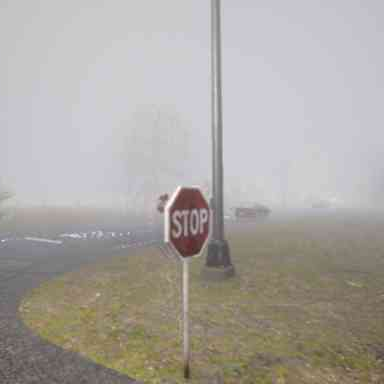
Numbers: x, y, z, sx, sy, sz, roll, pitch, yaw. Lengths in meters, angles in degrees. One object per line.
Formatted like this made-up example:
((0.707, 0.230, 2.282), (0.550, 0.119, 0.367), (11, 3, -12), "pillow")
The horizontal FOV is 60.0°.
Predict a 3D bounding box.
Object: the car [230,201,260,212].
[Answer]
((7.401, 1.957, 46.272), (2.033, 1.411, 5.357), (-1, -1, 34), "car")

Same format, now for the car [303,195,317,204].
((26.816, 1.719, 75.251), (2.150, 2.045, 5.566), (-1, -1, 34), "car")

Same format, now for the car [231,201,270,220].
((5.781, 1.762, 31.258), (1.882, 1.535, 5.008), (-1, -1, 34), "car")

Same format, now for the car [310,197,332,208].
((21.182, 1.939, 54.609), (1.994, 1.385, 4.181), (-1, -1, 31), "car")

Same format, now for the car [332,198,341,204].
((31.931, 1.976, 75.166), (1.812, 1.442, 4.674), (-1, 0, 28), "car")
